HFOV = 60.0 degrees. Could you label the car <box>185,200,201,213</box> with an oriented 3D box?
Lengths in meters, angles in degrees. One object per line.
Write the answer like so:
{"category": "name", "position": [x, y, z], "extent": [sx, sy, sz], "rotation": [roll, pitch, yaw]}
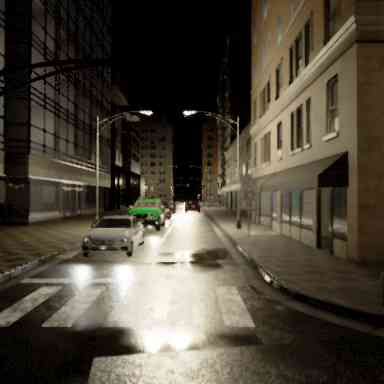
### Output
{"category": "car", "position": [0.100, 1.940, 45.634], "extent": [2.097, 1.767, 4.553], "rotation": [0, -1, 0]}

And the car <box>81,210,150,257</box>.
{"category": "car", "position": [-3.093, 1.702, 13.914], "extent": [1.812, 1.442, 4.674], "rotation": [0, -1, 0]}

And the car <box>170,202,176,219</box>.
{"category": "car", "position": [-3.070, 1.774, 33.272], "extent": [2.097, 1.767, 4.553], "rotation": [0, -1, 0]}

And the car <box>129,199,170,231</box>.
{"category": "car", "position": [-3.074, 1.517, 23.371], "extent": [2.150, 2.045, 5.566], "rotation": [0, -1, 1]}

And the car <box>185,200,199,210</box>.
{"category": "car", "position": [-0.001, 2.203, 55.325], "extent": [2.128, 1.511, 4.902], "rotation": [0, -1, 0]}
